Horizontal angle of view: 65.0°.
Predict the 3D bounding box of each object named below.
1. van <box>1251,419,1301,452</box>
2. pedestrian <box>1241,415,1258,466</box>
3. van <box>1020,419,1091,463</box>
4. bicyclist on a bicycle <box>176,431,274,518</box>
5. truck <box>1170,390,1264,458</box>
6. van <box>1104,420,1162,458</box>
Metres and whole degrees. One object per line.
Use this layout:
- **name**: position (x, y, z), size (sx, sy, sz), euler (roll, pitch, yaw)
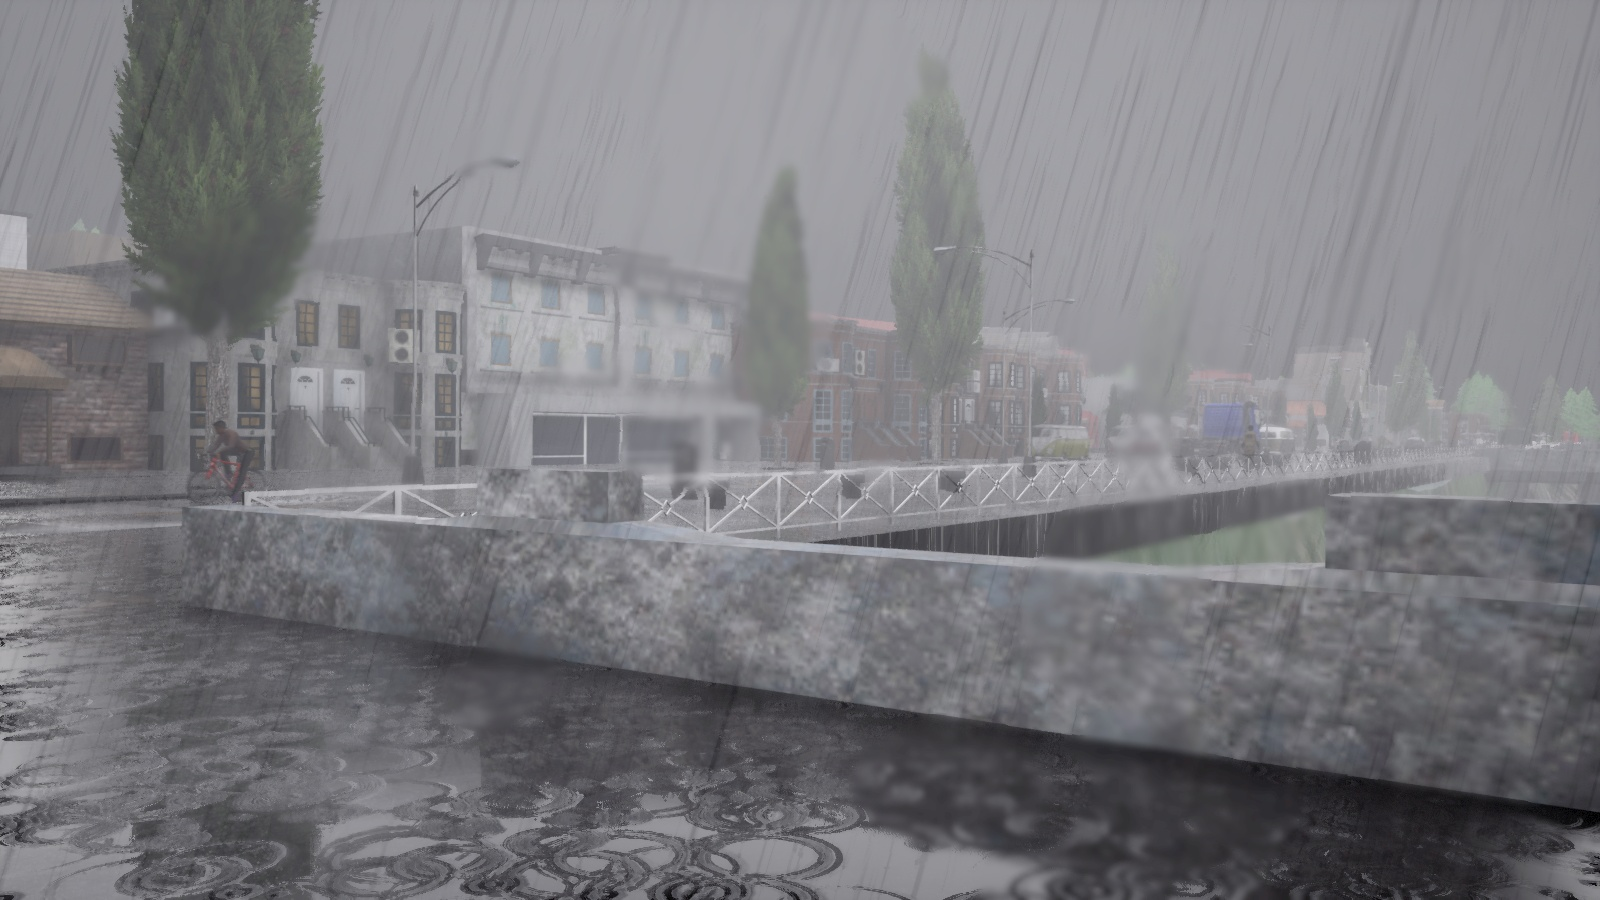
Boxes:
- **van**: position (30.277, -0.909, 79.792), size (2.069, 2.038, 4.480), euler (0, 1, 34)
- **pedestrian**: position (17.134, -0.367, 47.835), size (0.396, 1.930, 0.692), euler (0, 1, 37)
- **van**: position (12.224, -0.443, 59.815), size (1.775, 1.987, 4.442), euler (0, 1, 34)
- **bicyclist on a bicycle**: position (-11.200, 0.451, 24.507), size (0.582, 1.620, 1.656), euler (0, 1, 34)
- **truck**: position (22.874, -1.395, 68.633), size (2.891, 3.462, 7.936), euler (0, 1, 34)
- **van**: position (18.329, -0.624, 69.016), size (1.775, 1.987, 4.442), euler (0, 1, 34)
